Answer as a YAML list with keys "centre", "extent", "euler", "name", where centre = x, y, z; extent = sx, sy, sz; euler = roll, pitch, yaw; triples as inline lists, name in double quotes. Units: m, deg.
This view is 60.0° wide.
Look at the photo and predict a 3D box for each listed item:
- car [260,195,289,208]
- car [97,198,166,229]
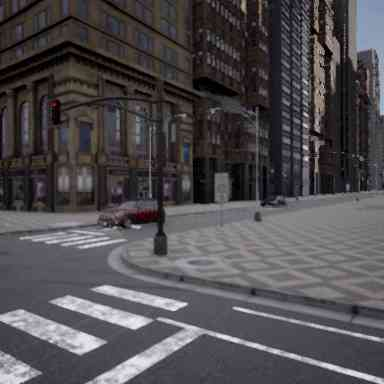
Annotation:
- centre: [10.044, 1.111, 40.219]
  extent: [2.033, 1.411, 5.357]
  euler: [0, 1, 36]
  name: "car"
- centre: [-3.725, 1.235, 20.972]
  extent: [2.097, 1.767, 4.553]
  euler: [0, 1, 36]
  name: "car"
